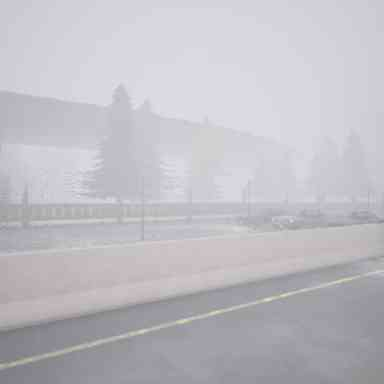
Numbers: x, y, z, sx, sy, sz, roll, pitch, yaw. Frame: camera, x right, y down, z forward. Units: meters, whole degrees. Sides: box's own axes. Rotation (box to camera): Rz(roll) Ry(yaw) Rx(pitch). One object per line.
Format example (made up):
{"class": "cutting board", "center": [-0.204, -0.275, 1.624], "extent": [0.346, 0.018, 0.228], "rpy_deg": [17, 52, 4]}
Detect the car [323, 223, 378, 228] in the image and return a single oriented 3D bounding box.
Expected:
{"class": "car", "center": [9.510, 1.835, 19.326], "extent": [4.181, 1.385, 1.994], "rpy_deg": [1, -1, -35]}
